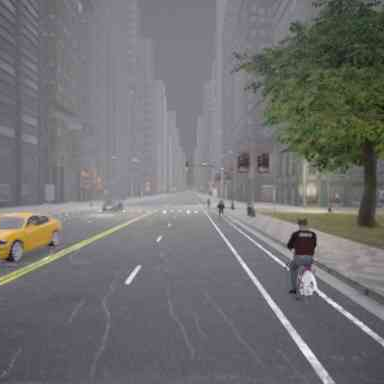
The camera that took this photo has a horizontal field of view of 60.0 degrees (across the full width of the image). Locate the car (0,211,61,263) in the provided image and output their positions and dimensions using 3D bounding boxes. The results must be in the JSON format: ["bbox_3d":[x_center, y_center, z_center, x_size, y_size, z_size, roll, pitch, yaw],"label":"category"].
[{"bbox_3d":[-6.596,1.527,12.419,1.882,1.535,5.008,0,0,0],"label":"car"}]

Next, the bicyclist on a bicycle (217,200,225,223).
[{"bbox_3d":[2.261,1.487,26.003,0.659,1.776,1.843,0,0,0],"label":"bicyclist on a bicycle"}]

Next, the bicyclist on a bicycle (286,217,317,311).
[{"bbox_3d":[2.242,1.397,6.939,0.659,1.776,1.843,0,0,0],"label":"bicyclist on a bicycle"}]

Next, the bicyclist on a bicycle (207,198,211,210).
[{"bbox_3d":[2.290,1.698,45.504,0.582,1.620,1.656,1,-1,0],"label":"bicyclist on a bicycle"}]

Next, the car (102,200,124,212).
[{"bbox_3d":[-9.736,1.731,41.320,2.128,1.511,4.902,0,0,0],"label":"car"}]
